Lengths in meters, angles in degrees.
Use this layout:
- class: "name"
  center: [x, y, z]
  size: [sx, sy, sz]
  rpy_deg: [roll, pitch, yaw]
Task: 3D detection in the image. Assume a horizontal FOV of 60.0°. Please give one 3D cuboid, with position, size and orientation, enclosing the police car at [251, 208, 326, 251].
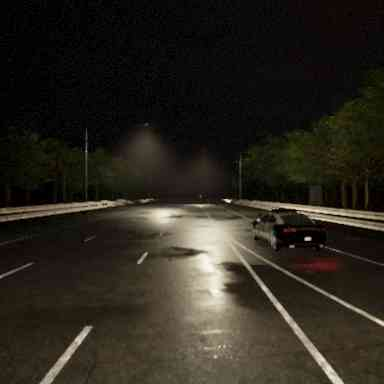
- class: "police car"
  center: [4.047, 1.557, 14.873]
  size: [1.930, 1.638, 5.238]
  rpy_deg: [0, -1, -5]
